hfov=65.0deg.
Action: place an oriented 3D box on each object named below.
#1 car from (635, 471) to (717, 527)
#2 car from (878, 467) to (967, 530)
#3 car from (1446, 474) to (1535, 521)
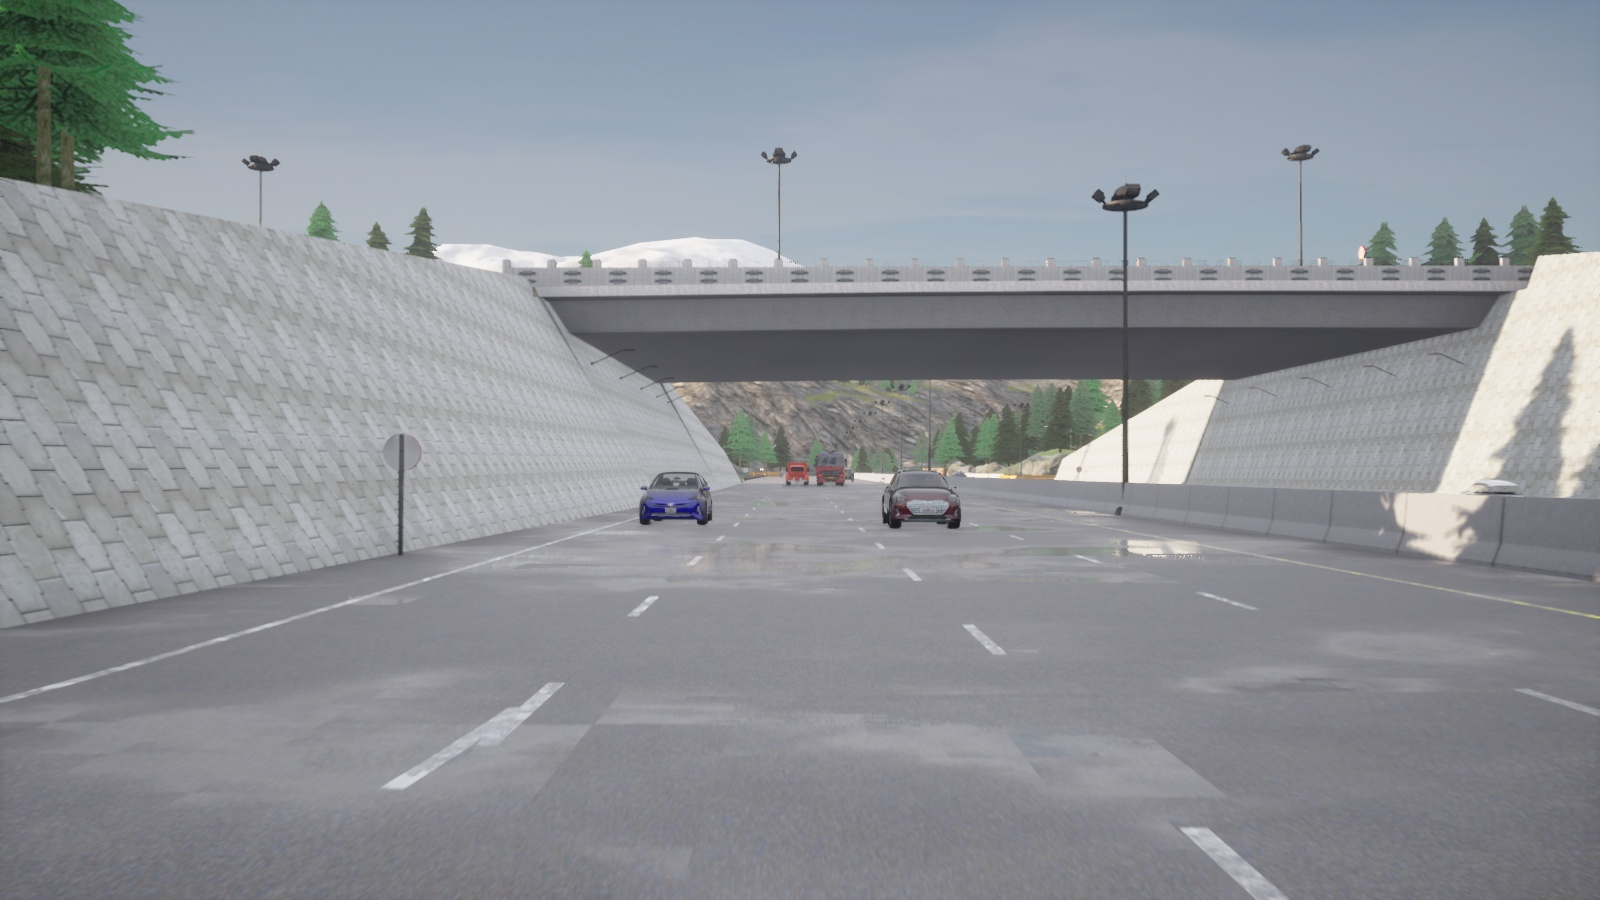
[{"bbox_3d":[-3.589,1.395,37.129,2.007,1.525,4.514,0,-1,0],"label":"car"},{"bbox_3d":[3.414,1.329,35.821,2.033,1.649,4.856,0,-1,0],"label":"car"},{"bbox_3d":[20.909,1.421,38.098,1.481,1.376,2.207,0,0,0],"label":"car"}]
